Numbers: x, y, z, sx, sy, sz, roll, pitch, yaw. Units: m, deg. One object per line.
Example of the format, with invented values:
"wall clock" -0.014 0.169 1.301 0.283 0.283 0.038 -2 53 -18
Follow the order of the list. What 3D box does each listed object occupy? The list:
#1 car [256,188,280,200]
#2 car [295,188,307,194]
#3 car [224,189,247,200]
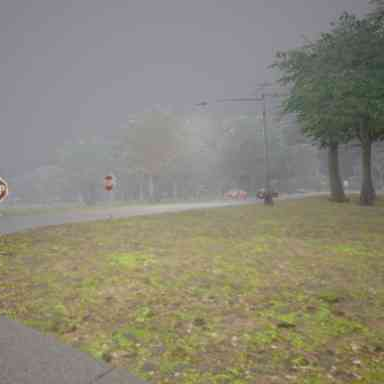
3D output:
"car" 10.487 0.218 45.882 1.882 1.535 5.008 -3 -1 34
"car" 27.049 -0.208 82.479 2.033 1.411 5.357 -3 -1 34
"car" 6.928 0.336 53.071 2.097 1.767 4.553 -3 -1 34
